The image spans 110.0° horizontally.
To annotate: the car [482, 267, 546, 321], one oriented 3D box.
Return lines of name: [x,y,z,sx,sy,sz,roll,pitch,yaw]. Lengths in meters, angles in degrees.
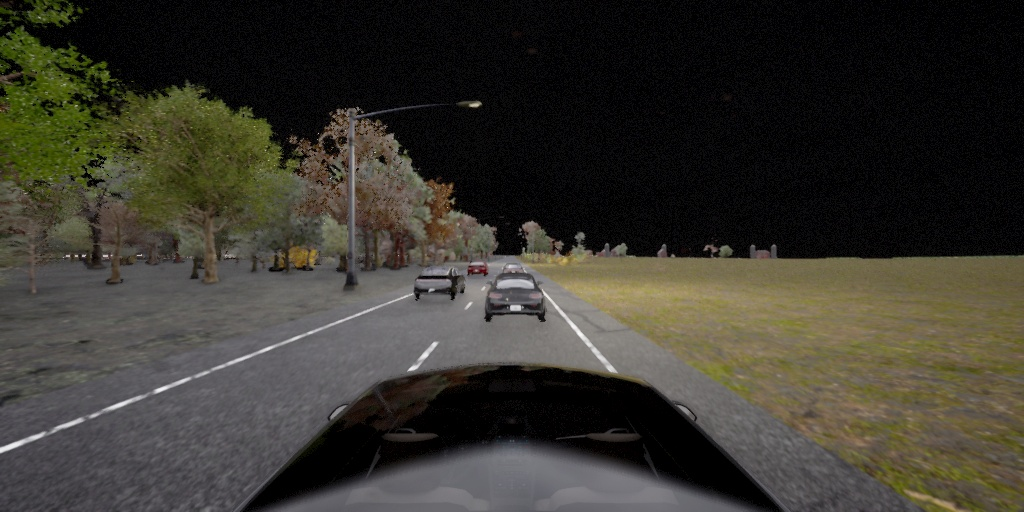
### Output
car: [0.102,1.277,12.280,1.812,1.442,4.674,0,0,0]

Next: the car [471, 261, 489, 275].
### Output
car: [-3.395,1.234,36.661,1.882,1.535,5.008,0,0,0]

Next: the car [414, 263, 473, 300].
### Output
car: [-3.398,1.245,17.573,2.128,1.511,4.902,0,0,0]

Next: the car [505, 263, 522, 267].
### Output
car: [0.104,1.303,30.494,2.033,1.411,5.357,0,0,0]
